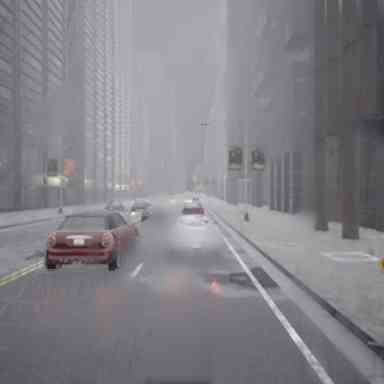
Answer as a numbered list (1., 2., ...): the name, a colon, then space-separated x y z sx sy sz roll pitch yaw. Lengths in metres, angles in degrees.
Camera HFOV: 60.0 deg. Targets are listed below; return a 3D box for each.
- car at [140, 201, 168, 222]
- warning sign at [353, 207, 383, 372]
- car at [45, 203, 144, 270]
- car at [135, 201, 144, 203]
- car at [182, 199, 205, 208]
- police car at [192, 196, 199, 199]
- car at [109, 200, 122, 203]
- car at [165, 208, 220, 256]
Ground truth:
1. car: -3.146 1.751 28.740 1.994 1.385 4.181 0 0 0
2. warning sign: 2.864 1.142 4.008 1.300 1.860 1.060 1 0 0
3. car: -3.158 1.426 11.434 2.097 1.767 4.553 0 0 0
4. car: -6.567 1.820 42.583 2.033 1.411 5.357 0 0 0
5. car: 0.106 1.672 29.967 1.882 1.535 5.008 0 0 0
6. police car: 1.012 1.963 94.135 1.930 1.638 5.238 0 0 0
7. car: -9.815 1.797 42.498 1.812 1.442 4.674 0 0 0
8. car: 0.099 1.614 13.488 1.812 1.442 4.674 0 0 0
